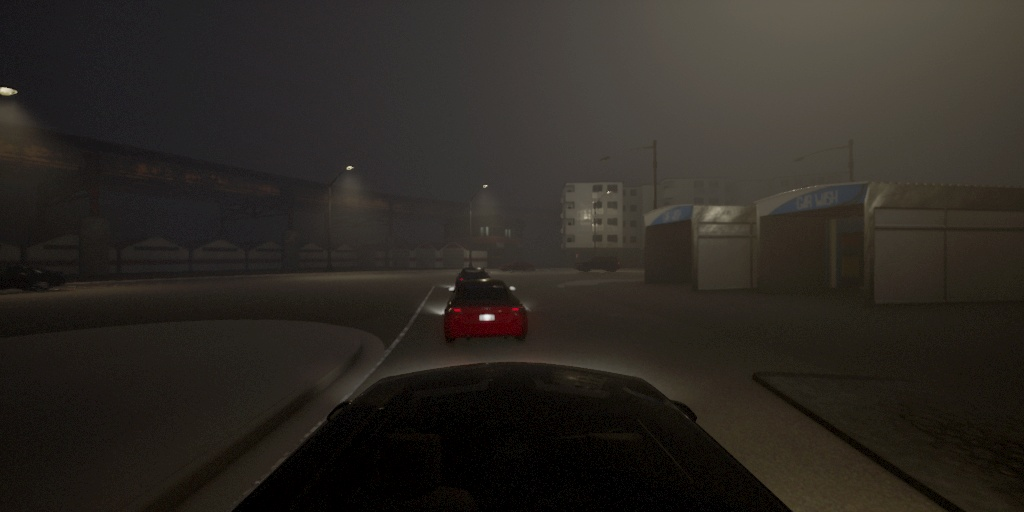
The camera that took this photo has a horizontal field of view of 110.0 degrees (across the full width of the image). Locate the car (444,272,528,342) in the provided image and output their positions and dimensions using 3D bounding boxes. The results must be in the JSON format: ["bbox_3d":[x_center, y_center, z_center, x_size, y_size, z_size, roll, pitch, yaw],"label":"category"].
[{"bbox_3d":[-0.798,1.325,9.879,1.994,1.385,4.181,0,0,-7],"label":"car"}]

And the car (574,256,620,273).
[{"bbox_3d":[10.541,1.028,44.455,5.566,2.045,2.150,0,0,-7],"label":"car"}]

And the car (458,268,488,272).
[{"bbox_3d":[-2.193,1.339,20.406,1.994,1.385,4.181,0,0,-8],"label":"car"}]

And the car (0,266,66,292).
[{"bbox_3d":[-27.612,1.282,19.047,1.837,1.490,4.892,-2,-1,25],"label":"car"}]

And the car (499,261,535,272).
[{"bbox_3d":[0.660,1.332,45.616,4.674,1.442,1.812,0,-1,-19],"label":"car"}]
